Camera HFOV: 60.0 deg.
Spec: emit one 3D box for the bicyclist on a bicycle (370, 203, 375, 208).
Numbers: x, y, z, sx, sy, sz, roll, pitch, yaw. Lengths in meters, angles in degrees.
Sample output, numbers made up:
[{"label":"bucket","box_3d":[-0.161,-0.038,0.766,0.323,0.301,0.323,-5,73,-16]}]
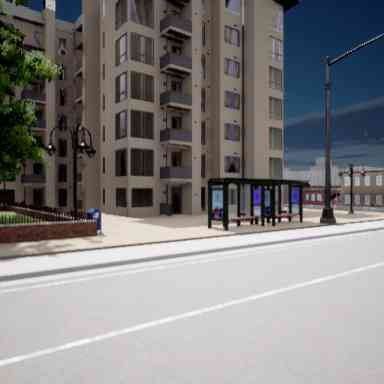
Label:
[{"label":"bicyclist on a bicycle","box_3d":[27.501,2.436,50.687,1.656,1.620,0.582,0,-8,-35]}]
